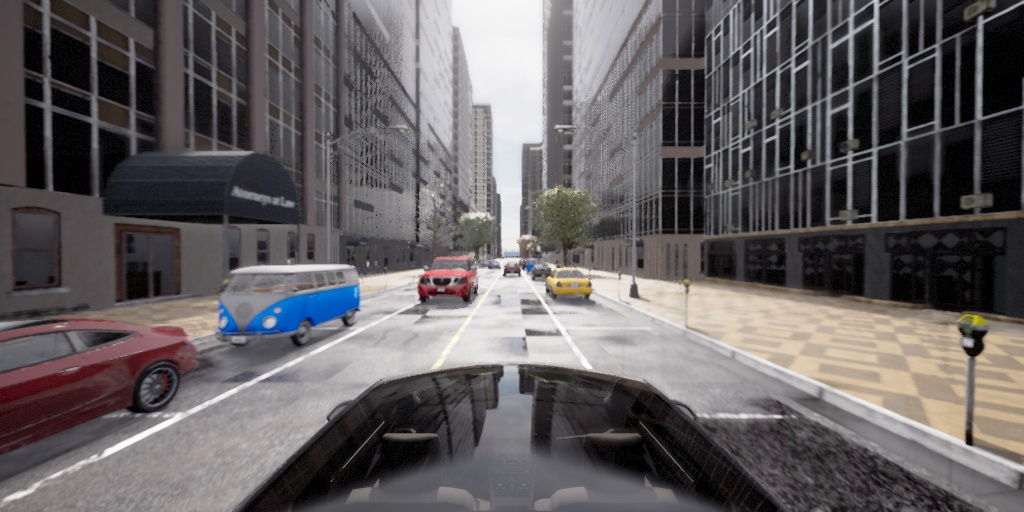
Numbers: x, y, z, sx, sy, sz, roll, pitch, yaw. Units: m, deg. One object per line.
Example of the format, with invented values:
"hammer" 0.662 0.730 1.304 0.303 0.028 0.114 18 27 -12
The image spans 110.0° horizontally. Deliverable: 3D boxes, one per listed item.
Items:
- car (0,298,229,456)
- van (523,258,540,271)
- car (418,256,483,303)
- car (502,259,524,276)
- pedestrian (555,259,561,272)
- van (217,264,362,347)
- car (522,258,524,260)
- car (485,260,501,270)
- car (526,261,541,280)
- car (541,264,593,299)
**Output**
"car" -5.317 1.337 3.437 1.802 1.307 4.207 0 0 0
"van" 2.560 1.210 43.009 1.690 1.789 3.998 0 0 0
"car" -2.852 1.015 17.220 2.150 2.045 5.566 0 0 0
"car" 0.038 1.380 38.066 1.812 1.442 4.674 0 0 0
"pedestrian" 2.725 1.099 21.271 0.375 1.860 0.375 -1 1 0
"van" -5.318 1.111 9.085 1.690 1.789 3.998 0 0 0
"car" 2.558 1.219 54.306 2.192 1.841 5.009 0 0 0
"car" -2.811 1.442 57.953 1.812 1.442 4.674 0 0 0
"car" 2.561 1.386 31.712 2.007 1.370 4.403 0 0 0
"car" 2.748 1.252 18.290 1.801 1.575 5.366 0 0 0
